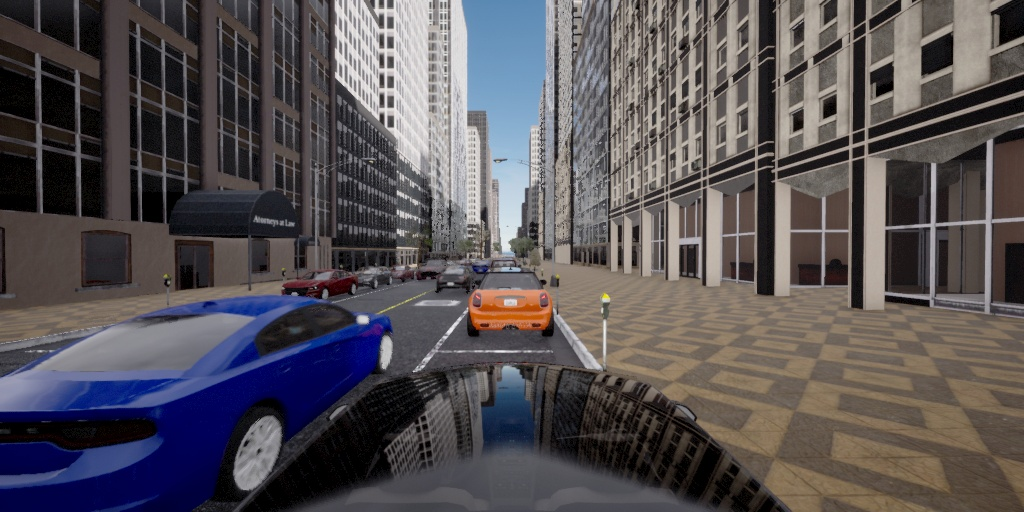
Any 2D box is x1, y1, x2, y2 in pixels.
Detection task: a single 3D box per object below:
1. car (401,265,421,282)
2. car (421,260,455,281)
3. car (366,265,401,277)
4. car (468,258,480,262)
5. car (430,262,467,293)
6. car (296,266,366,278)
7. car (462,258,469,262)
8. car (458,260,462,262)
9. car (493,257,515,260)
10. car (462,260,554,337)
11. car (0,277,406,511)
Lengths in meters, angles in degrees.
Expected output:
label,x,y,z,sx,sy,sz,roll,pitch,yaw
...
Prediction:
label,x,y,z,sx,sy,sz,roll,pitch,yaw
car,-8.837,1.327,28.206,1.802,1.307,4.207,0,0,0
car,-6.243,1.097,29.081,2.097,1.767,4.553,0,0,0
car,-8.838,1.297,22.523,2.007,1.370,4.403,0,0,0
car,-3.047,1.221,37.206,1.882,1.535,5.008,0,0,0
car,-3.153,1.272,20.662,1.812,1.442,4.674,0,0,0
car,-8.837,1.292,16.839,1.888,1.381,4.507,0,0,0
car,-8.837,1.319,62.308,1.802,1.307,4.207,0,0,0
car,-8.837,1.291,50.940,2.007,1.370,4.403,0,0,0
car,-0.457,1.061,22.523,2.192,1.841,5.009,0,0,0
car,-0.033,1.101,10.471,2.097,1.767,4.553,0,0,0
car,-3.050,1.227,4.439,1.882,1.535,5.008,0,0,0
